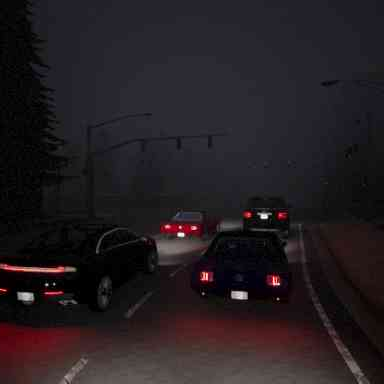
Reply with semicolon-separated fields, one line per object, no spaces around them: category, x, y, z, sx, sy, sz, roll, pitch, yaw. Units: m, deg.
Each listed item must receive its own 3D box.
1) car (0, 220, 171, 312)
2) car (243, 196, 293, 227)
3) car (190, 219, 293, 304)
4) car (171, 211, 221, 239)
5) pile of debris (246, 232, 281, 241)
car;-2.239;1.492;7.809;2.128;1.511;4.902;0;0;11
car;4.065;1.221;17.638;2.150;2.045;5.566;0;0;17
car;1.388;1.601;8.243;1.895;1.301;4.718;0;0;13
car;0.165;1.601;16.822;1.895;1.301;4.718;0;0;17
pile of debris;3.540;2.175;16.358;1.500;0.140;1.860;0;0;17
